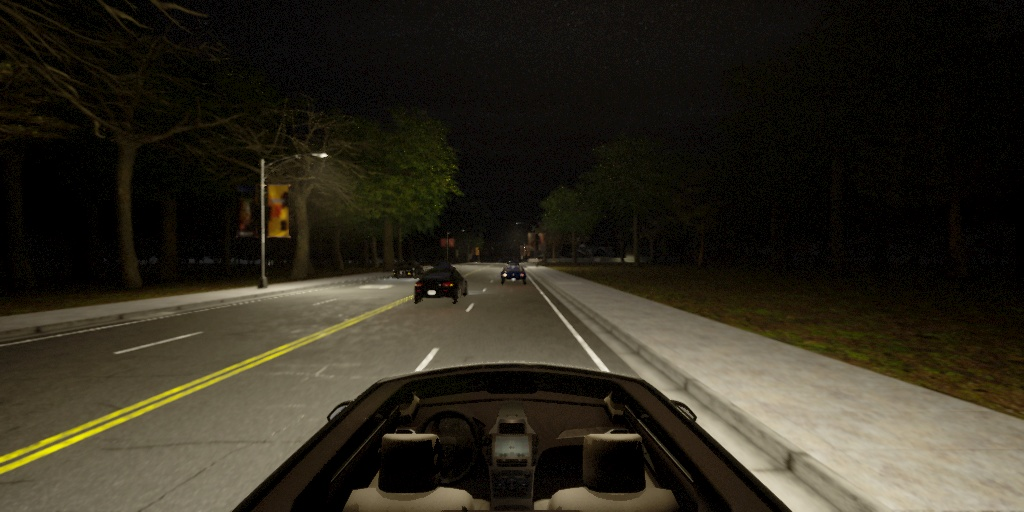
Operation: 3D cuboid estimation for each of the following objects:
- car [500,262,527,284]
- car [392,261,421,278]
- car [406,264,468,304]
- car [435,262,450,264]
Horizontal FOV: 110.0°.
[{"bbox_3d":[0.107,1.363,27.396,1.895,1.301,4.718,0,0,0],"label":"car"},{"bbox_3d":[-9.834,1.277,34.184,1.837,1.490,4.892,0,0,0],"label":"car"},{"bbox_3d":[-3.146,1.278,16.376,1.812,1.442,4.674,0,0,0],"label":"car"},{"bbox_3d":[-6.585,1.296,33.871,1.812,1.442,4.674,0,0,0],"label":"car"}]
